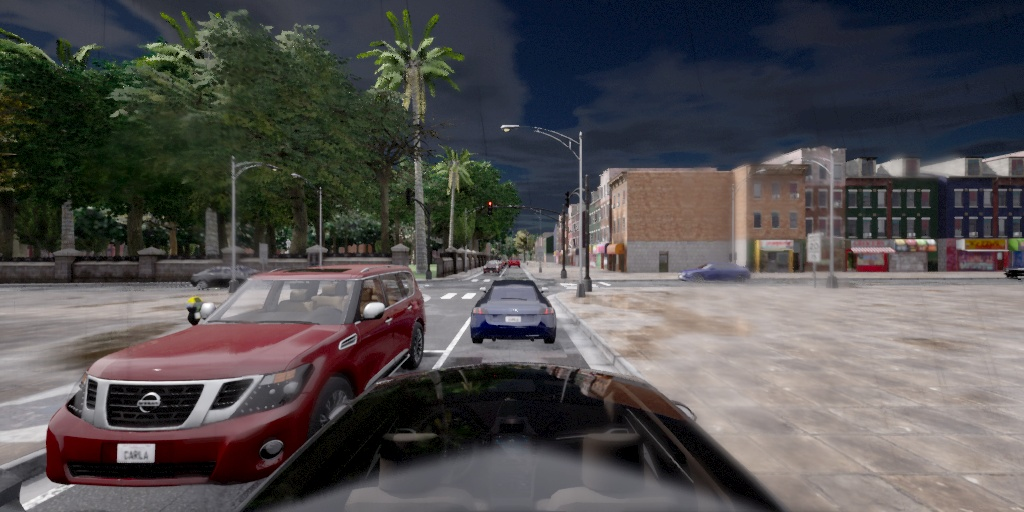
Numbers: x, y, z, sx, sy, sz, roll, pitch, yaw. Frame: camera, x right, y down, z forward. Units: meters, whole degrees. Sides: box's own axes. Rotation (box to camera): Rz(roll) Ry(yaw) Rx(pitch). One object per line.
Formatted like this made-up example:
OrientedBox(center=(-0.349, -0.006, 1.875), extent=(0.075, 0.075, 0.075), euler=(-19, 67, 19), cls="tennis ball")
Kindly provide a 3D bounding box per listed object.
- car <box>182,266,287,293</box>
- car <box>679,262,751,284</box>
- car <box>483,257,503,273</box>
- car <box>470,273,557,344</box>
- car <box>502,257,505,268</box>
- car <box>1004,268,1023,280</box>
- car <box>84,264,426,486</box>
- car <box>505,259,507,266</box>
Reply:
OrientedBox(center=(-17.268, 1.413, 22.507), extent=(4.902, 1.511, 2.128), euler=(-1, 0, 0), cls="car")
OrientedBox(center=(14.263, 1.181, 25.298), extent=(4.674, 1.442, 1.812), euler=(0, 0, 0), cls="car")
OrientedBox(center=(-2.385, 1.268, 43.175), extent=(1.967, 1.591, 4.097), euler=(0, 0, 0), cls="car")
OrientedBox(center=(0.045, 1.316, 9.644), extent=(1.994, 1.385, 4.181), euler=(0, 0, 1), cls="car")
OrientedBox(center=(-2.349, 1.290, 48.862), extent=(1.967, 1.591, 4.097), euler=(0, 0, 0), cls="car")
OrientedBox(center=(37.962, 1.137, 25.154), extent=(4.718, 1.301, 1.895), euler=(0, 0, 1), cls="car")
OrientedBox(center=(-2.621, 1.065, 5.029), extent=(2.192, 1.841, 5.009), euler=(0, 0, 0), cls="car")
OrientedBox(center=(-2.280, 1.484, 60.240), extent=(1.802, 1.307, 4.207), euler=(0, 0, 0), cls="car")
